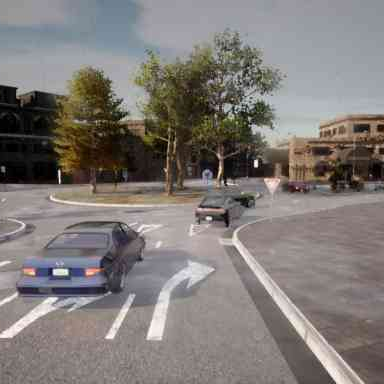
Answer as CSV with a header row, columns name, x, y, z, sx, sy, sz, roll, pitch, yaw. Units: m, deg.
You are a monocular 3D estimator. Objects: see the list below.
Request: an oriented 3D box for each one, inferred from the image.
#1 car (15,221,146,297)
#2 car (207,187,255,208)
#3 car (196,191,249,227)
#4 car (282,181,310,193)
name,x,y,z,sx,sy,sz,roll,pitch,yaw
car,-2.428,1.472,8.660,2.033,1.411,5.357,0,1,0
car,2.840,0.375,25.423,4.553,1.767,2.097,-5,7,-45
car,1.667,0.998,19.277,2.128,1.511,4.902,1,4,19
car,12.502,-0.634,40.495,1.895,1.301,4.718,0,5,-4
